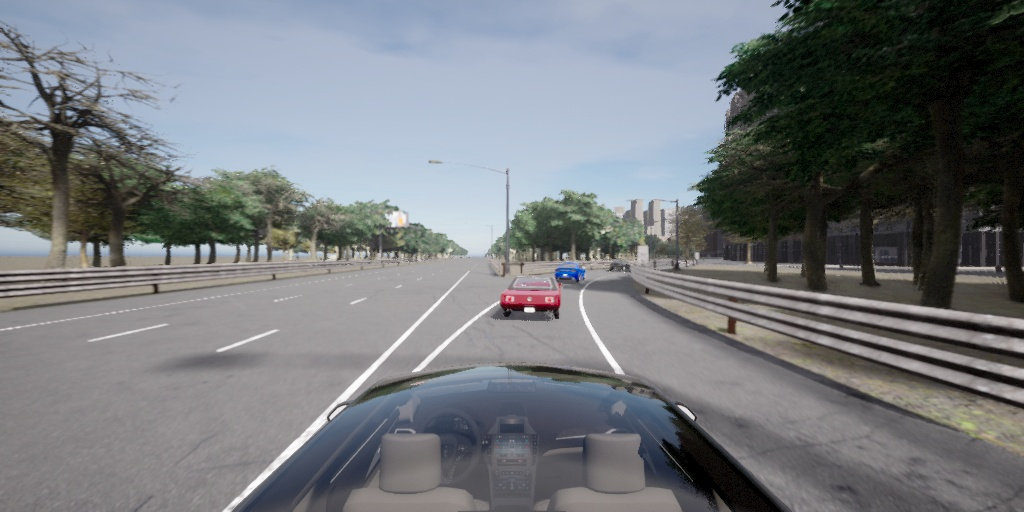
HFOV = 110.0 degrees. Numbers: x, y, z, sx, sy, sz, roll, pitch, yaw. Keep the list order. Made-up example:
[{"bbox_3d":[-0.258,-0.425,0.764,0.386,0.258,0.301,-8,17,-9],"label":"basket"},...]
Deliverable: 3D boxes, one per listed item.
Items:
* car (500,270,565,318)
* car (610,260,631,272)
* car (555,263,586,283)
[{"bbox_3d":[0.872,1.358,13.141,1.895,1.301,4.718,0,0,8],"label":"car"},{"bbox_3d":[14.919,1.331,49.076,1.837,1.490,4.892,0,0,34],"label":"car"},{"bbox_3d":[4.772,1.276,28.931,1.882,1.535,5.008,0,0,19],"label":"car"}]
